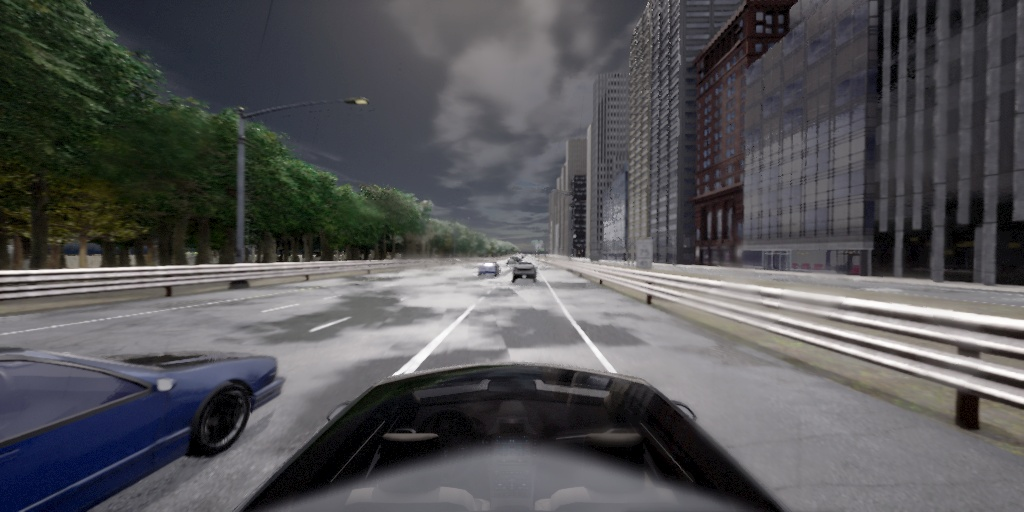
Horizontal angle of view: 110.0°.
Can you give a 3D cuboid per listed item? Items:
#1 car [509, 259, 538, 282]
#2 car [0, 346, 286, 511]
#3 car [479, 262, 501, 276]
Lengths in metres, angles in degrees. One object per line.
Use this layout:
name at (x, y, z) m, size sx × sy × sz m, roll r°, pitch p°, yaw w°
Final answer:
car at (1.038, 1.257, 28.968) m, size 1.837 × 1.490 × 4.892 m, roll 0°, pitch 0°, yaw 3°
car at (-3.845, 1.266, 1.996) m, size 2.033 × 1.411 × 5.357 m, roll 0°, pitch 0°, yaw 3°
car at (-2.196, 1.267, 36.109) m, size 2.033 × 1.411 × 5.357 m, roll 1°, pitch 0°, yaw 3°
